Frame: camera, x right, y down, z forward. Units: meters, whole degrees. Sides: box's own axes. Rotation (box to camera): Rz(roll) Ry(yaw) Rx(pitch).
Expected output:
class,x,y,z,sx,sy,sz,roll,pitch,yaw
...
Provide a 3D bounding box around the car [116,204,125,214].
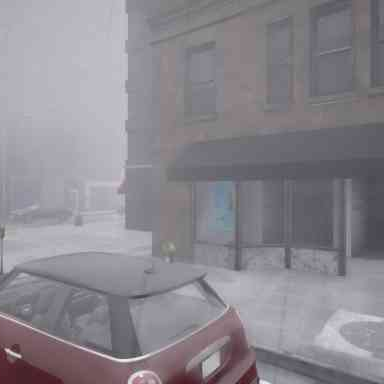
class,x,y,z,sx,sy,sz,roll,pitch,yaw
car,-5.609,1.556,33.553,1.994,1.385,4.181,0,0,36

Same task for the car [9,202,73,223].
class,x,y,z,sx,sy,sz,roll,pitch,yaw
car,-11.376,1.516,25.386,1.812,1.442,4.674,0,0,37

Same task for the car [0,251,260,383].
class,x,y,z,sx,sy,sz,roll,pitch,yaw
car,-1.418,1.440,3.864,4.097,1.590,1.967,0,0,36
